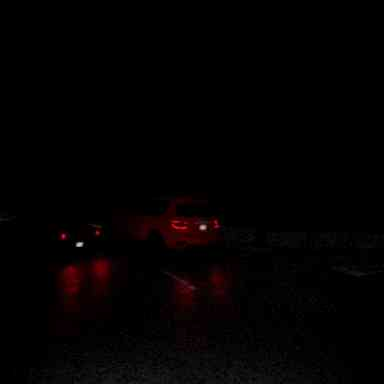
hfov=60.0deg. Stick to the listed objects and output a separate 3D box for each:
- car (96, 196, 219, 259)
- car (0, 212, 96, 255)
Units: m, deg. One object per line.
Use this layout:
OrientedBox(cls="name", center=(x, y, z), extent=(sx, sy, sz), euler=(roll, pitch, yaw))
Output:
OrientedBox(cls="car", center=(-1.372, 1.176, 12.825), extent=(2.150, 2.045, 5.566), euler=(3, -1, -40))
OrientedBox(cls="car", center=(-5.501, 1.415, 12.591), extent=(4.718, 1.301, 1.895), euler=(2, 0, 39))
